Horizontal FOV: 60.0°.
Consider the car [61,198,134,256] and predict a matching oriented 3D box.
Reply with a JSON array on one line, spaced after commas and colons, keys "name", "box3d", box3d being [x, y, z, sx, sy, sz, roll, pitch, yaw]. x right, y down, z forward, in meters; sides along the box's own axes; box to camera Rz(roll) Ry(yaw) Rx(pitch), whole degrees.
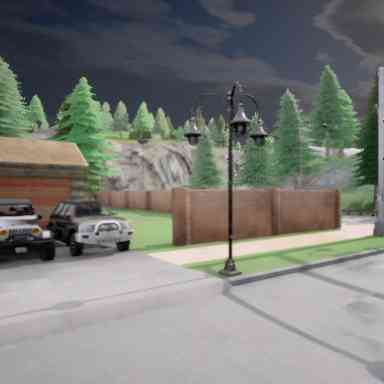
[{"name": "car", "box3d": [-3.973, 1.172, 12.505, 1.932, 1.855, 4.605, 0, 0, -36]}]

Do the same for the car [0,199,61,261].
[{"name": "car", "box3d": [-5.790, 1.175, 10.724, 1.905, 1.878, 3.866, 0, 0, -36]}]
